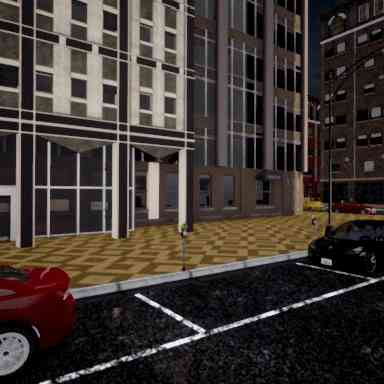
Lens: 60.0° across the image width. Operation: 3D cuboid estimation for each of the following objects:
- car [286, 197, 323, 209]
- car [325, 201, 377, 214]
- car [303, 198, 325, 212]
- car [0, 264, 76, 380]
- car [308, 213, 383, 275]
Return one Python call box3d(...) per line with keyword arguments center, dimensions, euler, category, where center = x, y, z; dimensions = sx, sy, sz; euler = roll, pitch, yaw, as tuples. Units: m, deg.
box3d(center=(15.634, 1.498, 46.415), dimensions=(1.752, 1.417, 4.829), euler=(0, 0, -36), category="car")
box3d(center=(15.550, 1.533, 32.189), dimensions=(1.802, 1.307, 4.206), euler=(0, 0, -36), category="car")
box3d(center=(12.341, 1.466, 36.647), dimensions=(1.752, 1.417, 4.829), euler=(0, 0, -36), category="car")
box3d(center=(-3.740, 1.545, 3.885), dimensions=(4.507, 1.381, 1.887), euler=(0, 0, -36), category="car")
box3d(center=(5.509, 1.567, 10.510), dimensions=(4.313, 1.339, 1.947), euler=(0, 0, -36), category="car")
